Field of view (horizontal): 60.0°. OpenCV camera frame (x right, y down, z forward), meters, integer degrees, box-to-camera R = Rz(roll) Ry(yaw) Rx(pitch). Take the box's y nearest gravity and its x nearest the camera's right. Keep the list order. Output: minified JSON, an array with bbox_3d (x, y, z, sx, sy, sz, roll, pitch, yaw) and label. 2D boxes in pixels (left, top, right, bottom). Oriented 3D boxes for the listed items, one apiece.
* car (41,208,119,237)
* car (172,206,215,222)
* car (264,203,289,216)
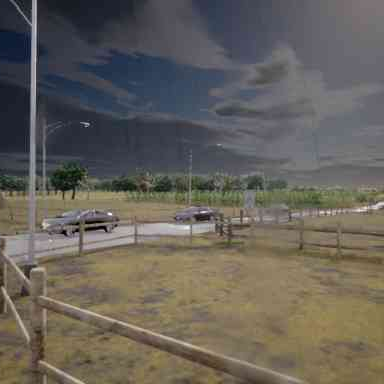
[{"bbox_3d":[-6.525,1.742,19.833,2.128,1.511,4.902,1,-1,33],"label":"car"},{"bbox_3d":[0.229,2.015,29.573,1.837,1.490,4.892,1,-1,35],"label":"car"},{"bbox_3d":[11.643,2.359,45.786,2.097,1.767,4.553,1,-1,36],"label":"car"}]
